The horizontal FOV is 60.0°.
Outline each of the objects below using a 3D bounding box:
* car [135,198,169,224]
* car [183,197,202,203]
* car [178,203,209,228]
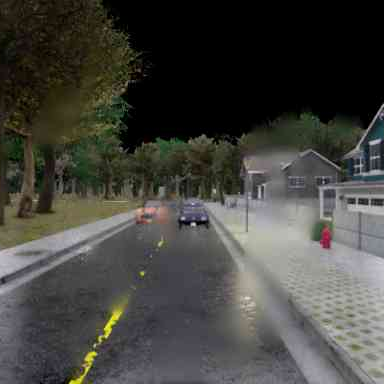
[{"bbox_3d":[-2.848,1.353,24.507,2.097,1.767,4.553,0,0,0],"label":"car"},{"bbox_3d":[0.101,1.361,37.535,2.097,1.767,4.553,0,0,0],"label":"car"},{"bbox_3d":[0.102,1.601,21.919,1.895,1.301,4.718,0,0,0],"label":"car"}]
